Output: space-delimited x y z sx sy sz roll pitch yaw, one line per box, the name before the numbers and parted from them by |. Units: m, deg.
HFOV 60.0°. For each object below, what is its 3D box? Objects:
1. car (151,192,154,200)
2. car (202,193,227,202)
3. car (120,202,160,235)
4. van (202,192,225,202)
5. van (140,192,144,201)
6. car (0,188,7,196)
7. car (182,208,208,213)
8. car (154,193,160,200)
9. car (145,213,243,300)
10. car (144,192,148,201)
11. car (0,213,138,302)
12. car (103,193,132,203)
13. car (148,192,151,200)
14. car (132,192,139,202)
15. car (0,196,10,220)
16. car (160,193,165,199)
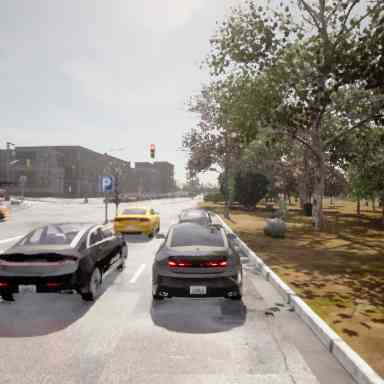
car | -12.268 1.359 81.231 4.674 1.452 2.002 -1 0 -13
car | 4.667 1.142 68.843 4.553 1.767 2.185 1 0 -14
car | -2.842 1.502 17.874 1.882 1.535 5.008 0 0 0
van | 4.283 1.043 65.874 4.442 1.987 1.878 1 0 -14
van | -13.241 1.093 72.263 4.442 1.987 1.878 -1 0 -14
car | -31.165 0.137 54.147 2.002 1.452 4.674 6 -3 -19
car | 0.156 1.572 18.099 2.033 1.411 5.357 0 0 1
car | -11.453 1.358 87.213 4.674 1.452 2.002 -1 0 -12
car | 0.109 1.514 8.397 1.837 1.490 4.892 0 0 0
car | -13.013 1.322 75.234 4.892 1.521 2.231 -1 0 -14
car | -2.892 1.500 8.281 2.128 1.511 4.902 0 0 0
car | -14.444 1.359 63.279 4.792 1.488 2.163 -1 0 -15
car | -12.640 1.360 78.230 4.674 1.452 2.002 -1 0 -13
car | -13.800 1.316 66.271 5.366 1.575 1.946 -1 0 -15
car | -16.627 1.404 25.473 4.553 1.767 2.185 -1 0 -19
car | -11.003 1.065 90.220 5.566 2.045 2.435 -1 0 -12
